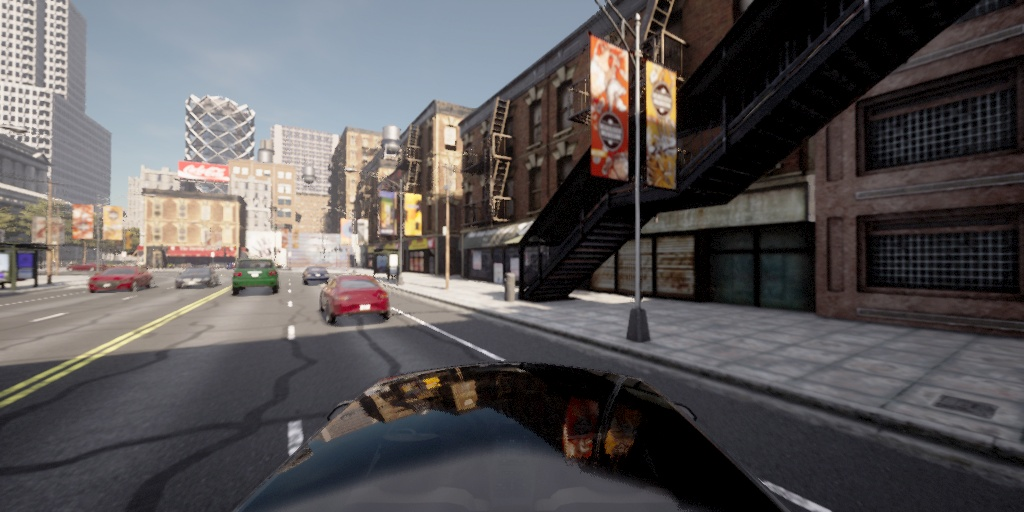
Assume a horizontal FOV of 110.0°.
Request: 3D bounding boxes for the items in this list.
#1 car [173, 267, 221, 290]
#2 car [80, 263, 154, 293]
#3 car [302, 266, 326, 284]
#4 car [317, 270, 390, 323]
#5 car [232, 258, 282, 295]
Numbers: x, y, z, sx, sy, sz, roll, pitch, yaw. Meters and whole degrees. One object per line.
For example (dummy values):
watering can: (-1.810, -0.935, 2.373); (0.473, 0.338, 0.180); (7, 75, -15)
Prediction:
car: (-21.796, 1.484, 24.997); (1.812, 1.442, 4.674); (0, -1, -32)
car: (-24.372, 1.410, 22.531); (1.882, 1.535, 5.008); (0, -1, -32)
car: (-16.367, 1.558, 29.943); (2.033, 1.411, 5.357); (0, -1, -32)
car: (-5.586, 1.377, 12.612); (1.812, 1.442, 4.674); (0, -1, -32)
car: (-15.489, 1.156, 21.911); (2.150, 2.045, 5.566); (0, 0, -32)
